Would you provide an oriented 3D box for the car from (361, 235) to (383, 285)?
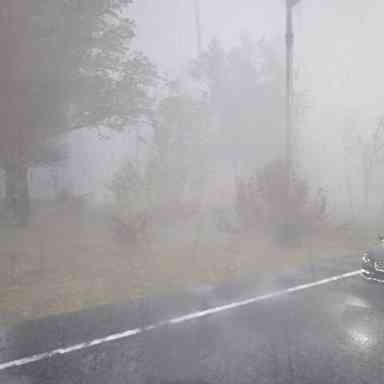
[{"bbox_3d":[6.179,1.504,8.393,4.892,1.490,1.837,0,0,-35],"label":"car"}]
